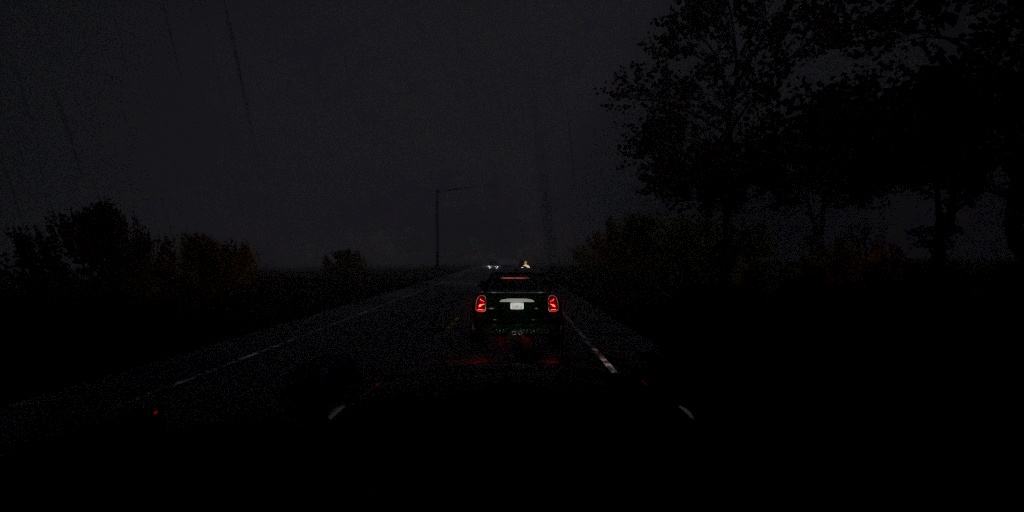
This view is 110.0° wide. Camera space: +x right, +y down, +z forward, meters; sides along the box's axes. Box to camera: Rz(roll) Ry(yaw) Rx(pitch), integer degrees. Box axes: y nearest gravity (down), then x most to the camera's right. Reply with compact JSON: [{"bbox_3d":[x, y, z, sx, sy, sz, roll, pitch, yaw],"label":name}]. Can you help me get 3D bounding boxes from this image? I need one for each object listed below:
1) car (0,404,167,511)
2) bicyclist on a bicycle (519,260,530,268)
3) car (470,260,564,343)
[{"bbox_3d":[-3.607,1.351,0.495,1.895,1.301,4.718,0,0,0],"label":"car"},{"bbox_3d":[0.974,1.177,25.680,0.866,1.612,1.509,0,0,1],"label":"bicyclist on a bicycle"},{"bbox_3d":[0.113,1.099,9.857,2.097,1.767,4.553,0,0,0],"label":"car"}]
